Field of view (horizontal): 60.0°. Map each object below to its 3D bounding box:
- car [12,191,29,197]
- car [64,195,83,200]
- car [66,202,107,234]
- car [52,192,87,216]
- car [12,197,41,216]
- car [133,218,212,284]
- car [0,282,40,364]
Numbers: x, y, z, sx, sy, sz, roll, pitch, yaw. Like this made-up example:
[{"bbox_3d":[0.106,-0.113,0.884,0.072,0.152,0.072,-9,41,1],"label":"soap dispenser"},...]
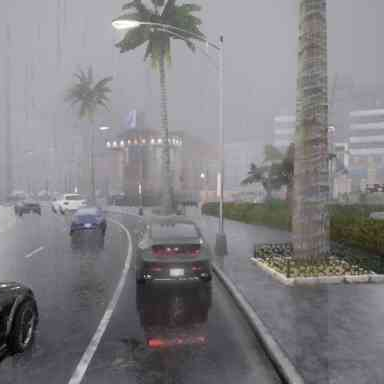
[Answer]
[{"bbox_3d":[-37.893,1.221,71.704,4.553,1.767,2.185,0,0,21],"label":"car"},{"bbox_3d":[-31.543,1.547,88.654,4.718,1.301,1.895,0,0,21],"label":"car"},{"bbox_3d":[-5.870,1.521,19.046,1.812,1.442,4.674,0,0,-15],"label":"car"},{"bbox_3d":[-12.363,1.212,33.194,2.150,2.045,5.566,0,0,-34],"label":"car"},{"bbox_3d":[-15.903,1.491,32.045,1.837,1.490,4.892,1,0,-35],"label":"car"},{"bbox_3d":[-0.632,1.504,9.664,1.837,1.490,4.892,0,0,-7],"label":"car"},{"bbox_3d":[-3.267,1.562,3.386,1.994,1.385,4.181,0,0,-2],"label":"car"}]
